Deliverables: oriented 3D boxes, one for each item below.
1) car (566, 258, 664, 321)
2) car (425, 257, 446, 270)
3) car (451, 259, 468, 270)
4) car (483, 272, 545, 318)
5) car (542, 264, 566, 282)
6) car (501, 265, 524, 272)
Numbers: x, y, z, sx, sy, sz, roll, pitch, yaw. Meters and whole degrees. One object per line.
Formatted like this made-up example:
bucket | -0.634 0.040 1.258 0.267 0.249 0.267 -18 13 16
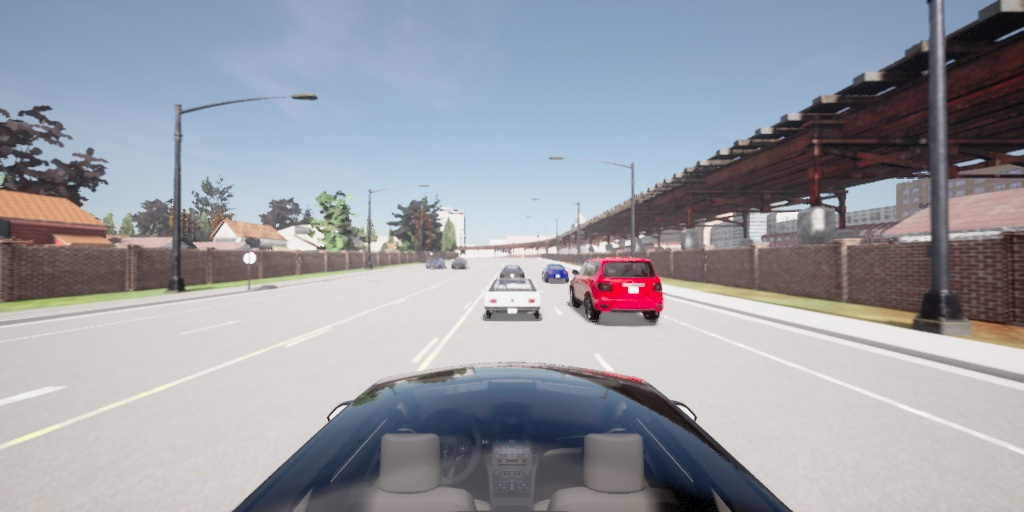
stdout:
car | 3.529 1.074 13.026 2.150 2.045 5.566 0 0 0
car | -10.599 0.979 49.925 2.097 1.767 4.553 0 0 0
car | -7.102 1.114 48.766 1.882 1.535 5.008 0 1 0
car | 0.034 1.454 13.515 1.895 1.301 4.718 0 0 0
car | 3.544 1.354 29.758 1.812 1.442 4.674 0 1 1
car | 0.038 1.399 29.216 1.994 1.385 4.181 0 1 1
